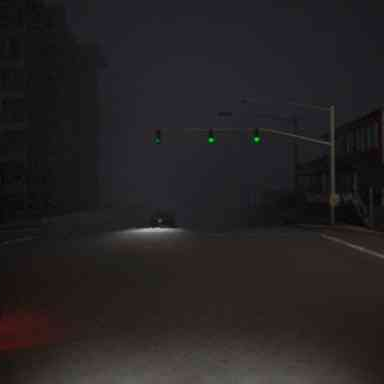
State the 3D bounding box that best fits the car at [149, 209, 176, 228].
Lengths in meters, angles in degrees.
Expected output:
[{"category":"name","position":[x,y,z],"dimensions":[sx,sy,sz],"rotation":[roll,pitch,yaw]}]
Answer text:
[{"category":"car","position":[-2.403,2.213,28.291],"dimensions":[2.128,1.511,4.902],"rotation":[-1,-5,2]}]
